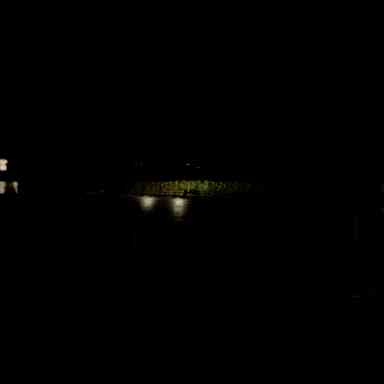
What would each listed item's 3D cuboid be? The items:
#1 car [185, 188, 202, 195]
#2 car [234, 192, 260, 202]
[{"bbox_3d":[0.017,-0.030,66.956,2.097,1.767,4.553,0,1,-35],"label":"car"},{"bbox_3d":[8.991,0.765,54.241,2.128,1.511,4.902,0,1,-35],"label":"car"}]
